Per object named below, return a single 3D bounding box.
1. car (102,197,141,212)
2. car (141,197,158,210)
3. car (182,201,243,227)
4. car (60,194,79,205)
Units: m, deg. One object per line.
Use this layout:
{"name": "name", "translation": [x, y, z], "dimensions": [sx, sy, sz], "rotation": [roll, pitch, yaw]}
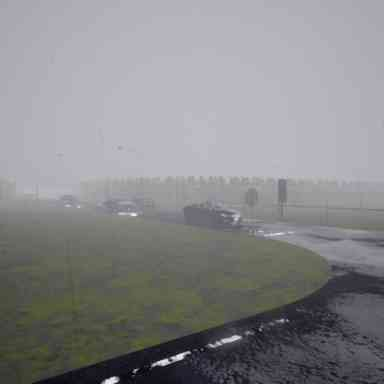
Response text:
{"name": "car", "translation": [-7.635, 1.303, 34.586], "dimensions": [2.033, 1.411, 5.357], "rotation": [0, 1, -35]}
{"name": "car", "translation": [-5.804, 1.286, 37.117], "dimensions": [2.033, 1.411, 5.357], "rotation": [0, 1, -35]}
{"name": "car", "translation": [1.251, 1.367, 22.001], "dimensions": [2.128, 1.511, 4.902], "rotation": [0, 1, -35]}
{"name": "car", "translation": [-18.531, 1.101, 50.192], "dimensions": [1.882, 1.535, 5.008], "rotation": [0, 0, -35]}
